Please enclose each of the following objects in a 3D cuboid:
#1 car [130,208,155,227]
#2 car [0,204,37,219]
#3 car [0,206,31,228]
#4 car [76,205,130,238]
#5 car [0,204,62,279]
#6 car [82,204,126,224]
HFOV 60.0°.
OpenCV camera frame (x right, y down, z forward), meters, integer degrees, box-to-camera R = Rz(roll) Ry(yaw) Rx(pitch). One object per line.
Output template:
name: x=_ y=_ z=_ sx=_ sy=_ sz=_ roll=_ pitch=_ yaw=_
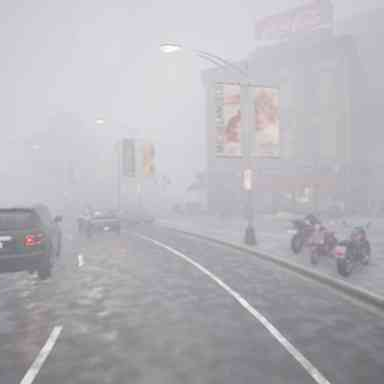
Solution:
car: x=-4.376 y=1.812 z=24.128 sx=1.895 sy=1.301 sz=4.718 roll=-1 pitch=0 yaw=-28
car: x=-19.318 y=2.124 z=36.378 sx=5.357 sy=1.411 sz=2.033 roll=-1 pitch=0 yaw=39
car: x=-14.462 y=1.933 z=26.604 sx=1.837 sy=1.490 sz=4.892 roll=0 pitch=-1 yaw=-39
car: x=-5.509 y=1.705 z=19.360 sx=2.128 sy=1.511 sz=4.902 roll=-1 pitch=0 yaw=-27
car: x=-5.401 y=1.384 z=10.382 sx=2.150 sy=2.045 sz=5.566 roll=-1 pitch=0 yaw=-17
car: x=-7.704 y=1.828 z=28.793 sx=2.002 sy=1.452 sz=4.674 roll=-1 pitch=0 yaw=-38
